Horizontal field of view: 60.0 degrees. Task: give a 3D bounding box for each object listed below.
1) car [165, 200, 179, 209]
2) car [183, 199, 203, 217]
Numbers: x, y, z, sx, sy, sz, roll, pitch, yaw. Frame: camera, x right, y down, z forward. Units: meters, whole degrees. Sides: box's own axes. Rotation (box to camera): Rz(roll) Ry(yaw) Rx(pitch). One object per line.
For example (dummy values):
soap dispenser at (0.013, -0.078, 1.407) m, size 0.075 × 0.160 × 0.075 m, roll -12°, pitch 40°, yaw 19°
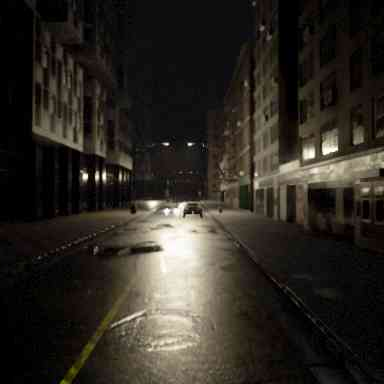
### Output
car at (-3.071, 1.873, 51.281) m, size 1.895 × 1.301 × 4.718 m, roll 0°, pitch 0°, yaw 0°
car at (0.090, 1.701, 33.347) m, size 1.812 × 1.442 × 4.674 m, roll 0°, pitch 0°, yaw 0°
